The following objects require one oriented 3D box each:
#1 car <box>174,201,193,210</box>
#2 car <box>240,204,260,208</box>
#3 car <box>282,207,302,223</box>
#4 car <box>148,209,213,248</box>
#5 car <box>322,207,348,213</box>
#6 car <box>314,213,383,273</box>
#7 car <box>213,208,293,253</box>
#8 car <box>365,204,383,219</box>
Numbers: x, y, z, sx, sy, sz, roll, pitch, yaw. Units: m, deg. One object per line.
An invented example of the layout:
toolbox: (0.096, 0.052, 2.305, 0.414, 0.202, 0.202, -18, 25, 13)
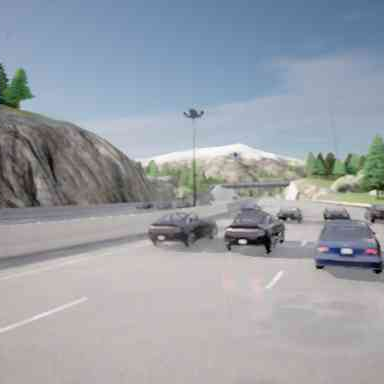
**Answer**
car: (-1.435, 2.324, 57.646, 2.128, 1.511, 4.902, -1, -1, 13)
car: (5.391, 1.857, 30.411, 2.128, 1.511, 4.902, -1, -1, 20)
car: (8.462, 1.903, 28.606, 1.895, 1.301, 4.718, -1, -1, 20)
car: (-0.287, 1.725, 16.111, 2.128, 1.511, 4.902, -1, -1, 24)
car: (11.730, 1.846, 27.356, 1.895, 1.301, 4.718, -1, -1, 20)
car: (5.162, 1.644, 11.162, 2.033, 1.411, 5.357, -1, -1, 24)
car: (2.879, 1.665, 14.622, 2.128, 1.511, 4.902, -1, -1, 24)
car: (15.437, 1.725, 27.326, 1.812, 1.442, 4.674, -1, -1, 20)
